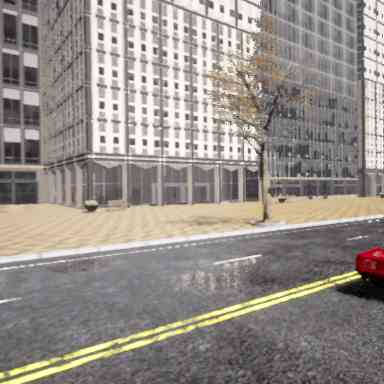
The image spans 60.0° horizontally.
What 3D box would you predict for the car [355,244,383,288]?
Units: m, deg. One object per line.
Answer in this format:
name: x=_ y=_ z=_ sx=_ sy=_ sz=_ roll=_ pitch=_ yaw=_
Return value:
car: x=5.822 y=1.476 z=7.592 sx=4.718 sy=1.301 sz=1.895 roll=-1 pitch=1 yaw=-35
